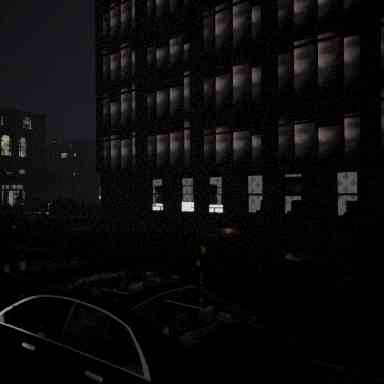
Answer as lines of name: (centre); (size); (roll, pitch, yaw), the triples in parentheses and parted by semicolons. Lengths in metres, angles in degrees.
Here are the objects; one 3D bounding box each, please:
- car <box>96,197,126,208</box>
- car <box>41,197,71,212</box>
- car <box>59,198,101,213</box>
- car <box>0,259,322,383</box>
car: (-12.395, 1.643, 51.182); (1.967, 1.590, 4.097); (-1, -1, 36)
car: (-16.374, 1.489, 41.397); (2.097, 1.767, 4.553); (0, -1, 37)
car: (-12.177, 1.683, 37.276); (1.802, 1.307, 4.206); (-1, -1, 36)
car: (-0.961, 1.551, 3.562); (4.403, 1.369, 2.008); (0, 0, 35)
